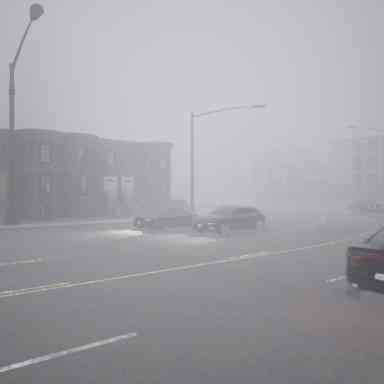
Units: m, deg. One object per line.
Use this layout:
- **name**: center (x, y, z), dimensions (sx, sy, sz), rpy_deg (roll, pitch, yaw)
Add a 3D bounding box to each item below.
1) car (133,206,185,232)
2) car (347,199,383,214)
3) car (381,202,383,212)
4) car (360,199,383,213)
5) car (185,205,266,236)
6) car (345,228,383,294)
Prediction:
- **car**: center (-1.469, 1.564, 20.320), dimensions (4.181, 1.385, 1.994), rpy_deg (0, 0, -39)
- **car**: center (17.998, 1.548, 34.699), dimensions (2.033, 1.411, 5.357), rpy_deg (0, 0, 7)
- **car**: center (13.499, 1.491, 21.076), dimensions (2.128, 1.511, 4.902), rpy_deg (0, 0, 33)
- **car**: center (21.613, 1.526, 38.556), dimensions (1.812, 1.442, 4.674), rpy_deg (0, 0, 0)
- **car**: center (2.195, 1.507, 18.603), dimensions (4.892, 1.490, 1.837), rpy_deg (1, 0, -42)
- **car**: center (5.570, 1.478, 7.838), dimensions (5.008, 1.535, 1.882), rpy_deg (0, 0, -38)
